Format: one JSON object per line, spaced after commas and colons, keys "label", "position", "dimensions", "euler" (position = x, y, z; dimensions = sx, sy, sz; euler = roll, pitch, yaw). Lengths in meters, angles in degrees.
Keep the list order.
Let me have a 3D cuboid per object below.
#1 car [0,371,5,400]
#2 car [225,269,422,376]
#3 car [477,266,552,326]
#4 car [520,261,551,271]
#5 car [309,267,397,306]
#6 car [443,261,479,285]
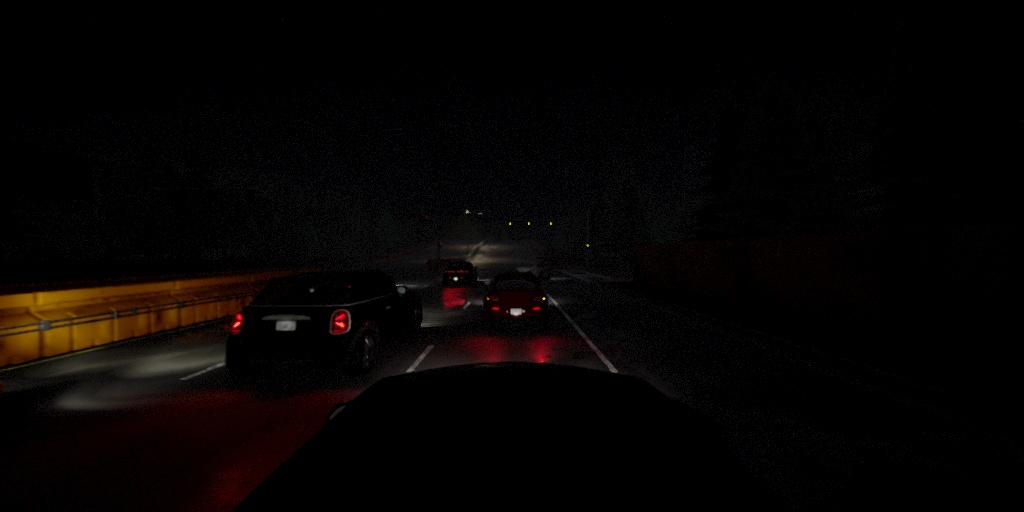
{"label": "car", "position": [-6.900, 1.225, 2.052], "dimensions": [1.882, 1.535, 5.008], "euler": [0, 0, 0]}
{"label": "car", "position": [-3.396, 1.059, 7.517], "dimensions": [2.097, 1.767, 4.553], "euler": [0, 0, 0]}
{"label": "car", "position": [0.105, 1.206, 11.283], "dimensions": [1.812, 1.442, 4.674], "euler": [0, 1, 0]}
{"label": "car", "position": [1.511, 1.101, 25.809], "dimensions": [1.812, 1.442, 4.674], "euler": [0, 1, 19]}
{"label": "car", "position": [-6.894, 1.246, 16.207], "dimensions": [1.895, 1.301, 4.718], "euler": [0, 0, 0]}
{"label": "car", "position": [-3.389, 1.094, 24.008], "dimensions": [1.837, 1.490, 4.892], "euler": [0, 1, 0]}
